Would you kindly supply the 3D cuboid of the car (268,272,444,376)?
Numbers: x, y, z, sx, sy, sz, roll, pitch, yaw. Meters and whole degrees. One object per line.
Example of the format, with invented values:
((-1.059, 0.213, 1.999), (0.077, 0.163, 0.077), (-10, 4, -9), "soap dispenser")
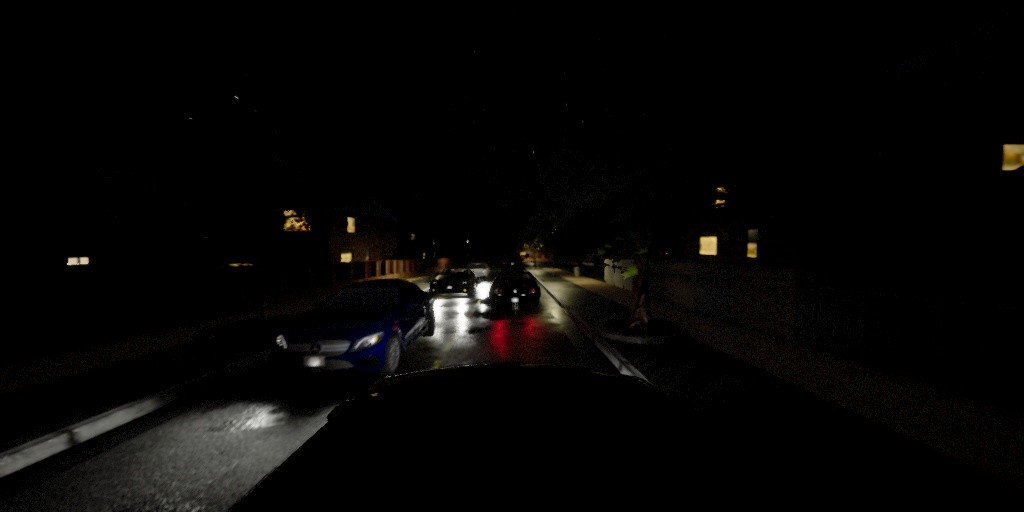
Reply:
((-2.843, 1.246, 7.489), (1.812, 1.442, 4.674), (0, 0, 0), "car")

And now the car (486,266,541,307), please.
((0.110, 1.281, 15.113), (1.895, 1.301, 4.718), (0, 0, 0), "car")

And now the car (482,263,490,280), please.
((-2.810, 1.221, 29.009), (1.895, 1.301, 4.718), (0, 0, 1), "car")

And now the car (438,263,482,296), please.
((-2.841, 1.229, 18.268), (1.994, 1.385, 4.181), (0, 0, 0), "car")

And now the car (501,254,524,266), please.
((0.063, 0.822, 36.448), (2.150, 2.045, 5.566), (0, 0, 0), "car")
